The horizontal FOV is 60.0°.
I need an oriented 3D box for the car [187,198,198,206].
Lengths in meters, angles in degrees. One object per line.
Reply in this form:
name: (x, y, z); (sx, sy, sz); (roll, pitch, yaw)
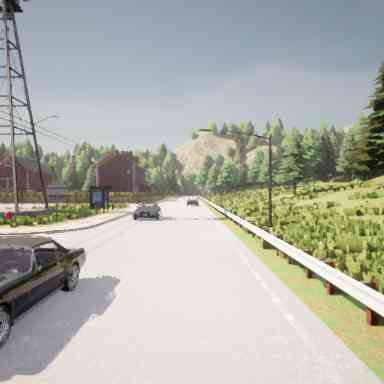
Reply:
car: (0.116, 1.599, 55.912); (1.895, 1.301, 4.718); (0, 0, 0)

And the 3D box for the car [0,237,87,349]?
car: (-3.599, 1.601, 6.207); (1.895, 1.301, 4.718); (0, 0, 0)

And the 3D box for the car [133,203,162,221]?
car: (-3.583, 1.562, 27.365); (1.994, 1.385, 4.181); (0, 0, 0)
